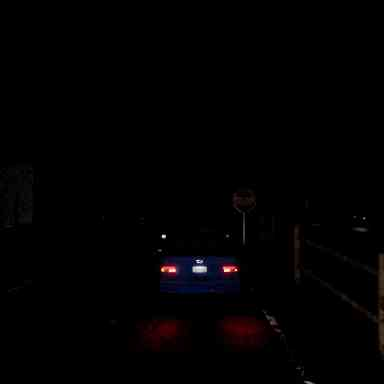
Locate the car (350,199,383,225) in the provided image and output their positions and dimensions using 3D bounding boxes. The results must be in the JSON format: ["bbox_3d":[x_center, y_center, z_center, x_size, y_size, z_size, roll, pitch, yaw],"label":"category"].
[{"bbox_3d":[14.805,1.507,24.593,5.566,2.045,2.150,1,-1,1],"label":"car"}]

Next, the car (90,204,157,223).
[{"bbox_3d":[-5.052,1.556,24.837,4.718,1.301,1.895,1,0,1],"label":"car"}]

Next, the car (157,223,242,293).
[{"bbox_3d":[0.109,1.549,8.970,2.033,1.411,5.357,0,0,-1],"label":"car"}]
